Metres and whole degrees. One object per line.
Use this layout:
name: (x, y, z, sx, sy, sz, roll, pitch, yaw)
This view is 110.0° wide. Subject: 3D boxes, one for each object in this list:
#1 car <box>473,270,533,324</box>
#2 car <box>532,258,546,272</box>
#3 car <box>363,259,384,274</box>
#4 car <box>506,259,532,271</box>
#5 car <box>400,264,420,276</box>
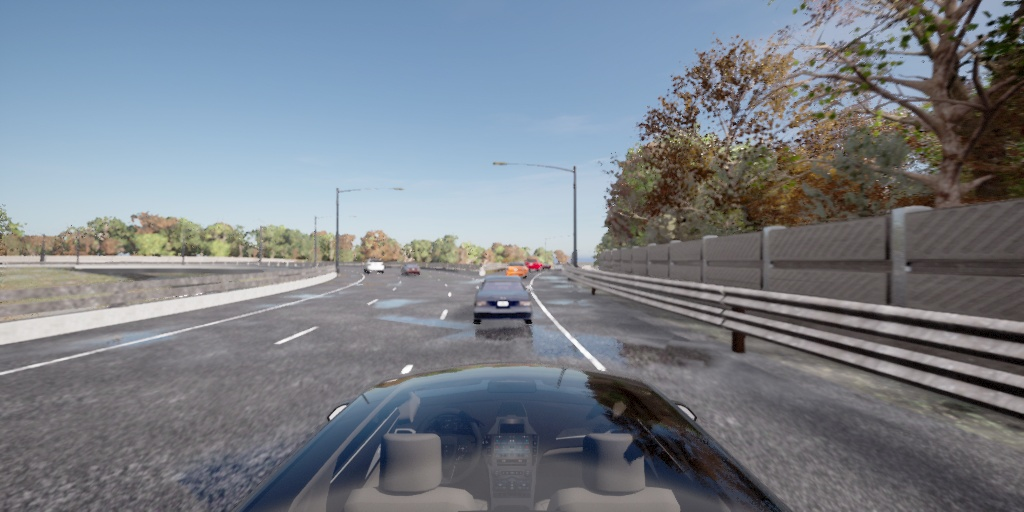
car: (-0.300, 1.385, 12.419, 2.033, 1.411, 5.357, 0, 0, -1)
car: (3.301, 1.395, 54.213, 2.150, 2.045, 5.566, 0, 0, 12)
car: (-19.692, 1.403, 50.893, 2.150, 2.045, 5.566, 0, -1, -29)
car: (0.608, 1.390, 37.084, 2.097, 1.767, 4.553, 0, 0, 6)
car: (-12.594, 1.665, 44.344, 2.033, 1.411, 5.357, 0, -1, -24)
